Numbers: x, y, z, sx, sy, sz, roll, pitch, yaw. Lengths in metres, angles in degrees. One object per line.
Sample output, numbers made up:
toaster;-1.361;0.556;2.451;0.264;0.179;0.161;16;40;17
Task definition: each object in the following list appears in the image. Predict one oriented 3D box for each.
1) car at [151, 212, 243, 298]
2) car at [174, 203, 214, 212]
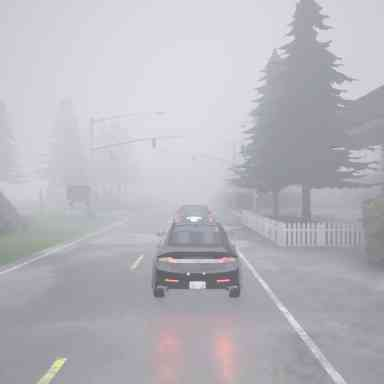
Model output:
car;0.100;1.491;8.517;2.128;1.511;4.902;0;0;0
car;0.101;1.352;17.670;2.097;1.767;4.553;0;0;0
